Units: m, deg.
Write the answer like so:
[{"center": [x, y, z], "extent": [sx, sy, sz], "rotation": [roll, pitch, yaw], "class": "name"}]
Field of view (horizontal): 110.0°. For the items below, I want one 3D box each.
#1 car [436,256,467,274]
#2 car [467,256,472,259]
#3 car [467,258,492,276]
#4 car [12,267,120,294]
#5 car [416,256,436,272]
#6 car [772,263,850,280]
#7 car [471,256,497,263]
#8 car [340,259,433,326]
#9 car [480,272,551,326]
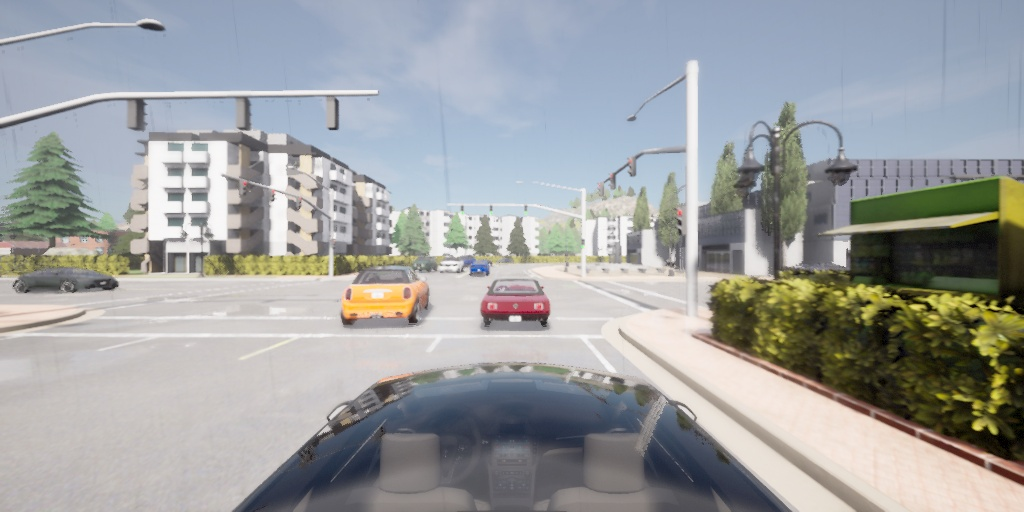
[{"center": [-7.056, 0.979, 42.219], "extent": [2.150, 2.045, 5.566], "rotation": [0, 0, 0], "class": "car"}, {"center": [-8.214, 0.985, 62.280], "extent": [2.150, 2.045, 5.566], "rotation": [0, 0, 18], "class": "car"}, {"center": [-3.346, 1.235, 38.063], "extent": [1.882, 1.535, 5.008], "rotation": [0, 0, -1], "class": "car"}, {"center": [-24.625, 1.318, 19.904], "extent": [4.181, 1.385, 1.994], "rotation": [0, 0, 1], "class": "car"}, {"center": [-10.551, 0.978, 43.522], "extent": [2.150, 2.045, 5.566], "rotation": [0, 0, 1], "class": "car"}, {"center": [21.691, 1.245, 25.981], "extent": [4.902, 1.511, 2.128], "rotation": [0, 0, 1], "class": "car"}, {"center": [-4.913, 1.255, 61.105], "extent": [2.128, 1.511, 4.902], "rotation": [0, 0, 18], "class": "car"}, {"center": [-4.004, 1.104, 11.991], "extent": [2.097, 1.767, 4.553], "rotation": [0, 0, -8], "class": "car"}, {"center": [0.122, 1.353, 11.625], "extent": [1.895, 1.301, 4.718], "rotation": [0, 0, 1], "class": "car"}]
